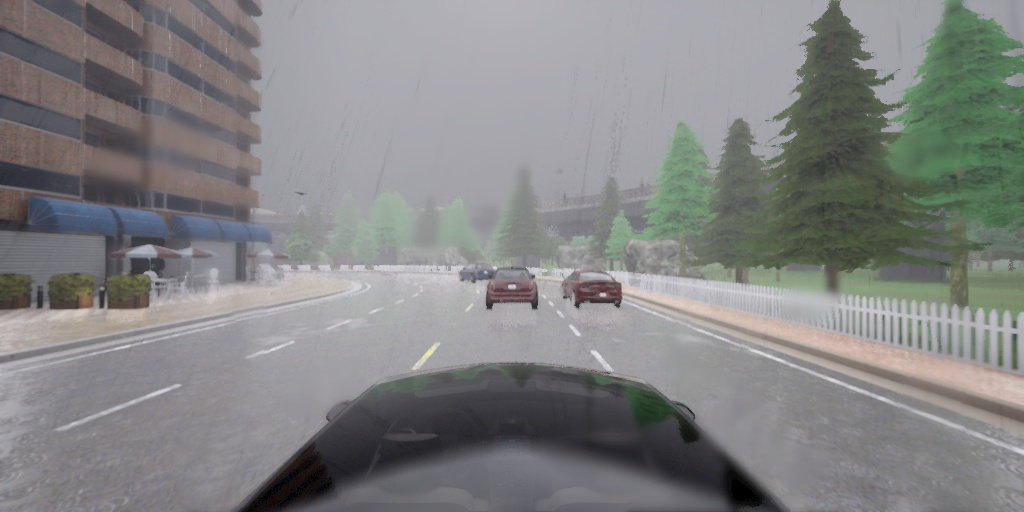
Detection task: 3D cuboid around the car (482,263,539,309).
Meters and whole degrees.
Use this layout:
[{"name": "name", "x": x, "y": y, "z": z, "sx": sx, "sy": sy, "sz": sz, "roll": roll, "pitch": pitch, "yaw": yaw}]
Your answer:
[{"name": "car", "x": -0.017, "y": 1.231, "z": 15.922, "sx": 2.097, "sy": 1.767, "sz": 4.553, "roll": 0, "pitch": -1, "yaw": -1}]

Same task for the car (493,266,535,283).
[{"name": "car", "x": 0.081, "y": 1.637, "z": 32.736, "sx": 1.895, "sy": 1.301, "sz": 4.718, "roll": 0, "pitch": -1, "yaw": -26}]

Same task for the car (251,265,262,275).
[{"name": "car", "x": -34.442, "y": 1.648, "z": 45.581, "sx": 4.902, "sy": 1.511, "sz": 2.128, "roll": 0, "pitch": -1, "yaw": 0}]

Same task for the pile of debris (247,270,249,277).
[{"name": "pile of debris", "x": -37.844, "y": 2.362, "z": 49.063, "sx": 1.860, "sy": 0.140, "sz": 1.500, "roll": 0, "pitch": 0, "yaw": 0}]

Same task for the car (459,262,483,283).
[{"name": "car", "x": -3.079, "y": 1.373, "z": 31.224, "sx": 2.097, "sy": 1.767, "sz": 4.553, "roll": 0, "pitch": -1, "yaw": -26}]

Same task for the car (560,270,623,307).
[{"name": "car", "x": 3.457, "y": 1.363, "z": 16.330, "sx": 1.882, "sy": 1.535, "sz": 5.008, "roll": 0, "pitch": 0, "yaw": -1}]
